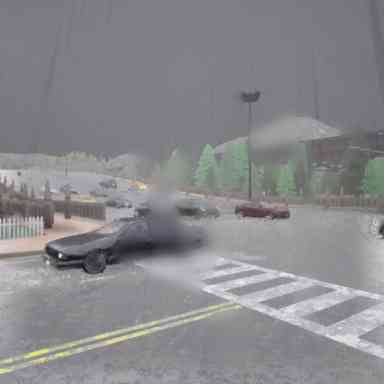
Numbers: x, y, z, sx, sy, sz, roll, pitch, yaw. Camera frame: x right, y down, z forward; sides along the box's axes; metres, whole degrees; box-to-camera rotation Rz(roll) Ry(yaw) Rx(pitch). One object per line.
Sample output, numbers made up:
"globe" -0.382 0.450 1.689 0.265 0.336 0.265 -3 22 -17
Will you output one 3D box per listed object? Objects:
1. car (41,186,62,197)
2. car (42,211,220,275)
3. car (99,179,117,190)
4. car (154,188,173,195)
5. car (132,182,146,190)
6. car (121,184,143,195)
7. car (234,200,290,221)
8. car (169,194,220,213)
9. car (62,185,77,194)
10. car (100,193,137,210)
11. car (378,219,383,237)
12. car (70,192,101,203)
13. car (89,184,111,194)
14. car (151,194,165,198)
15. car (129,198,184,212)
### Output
"car" -22.963 -0.165 53.661 1.812 1.442 4.674 0 7 -36
"car" -1.812 1.547 10.717 5.357 1.411 2.033 0 0 -37
"car" -17.648 -1.706 69.989 2.150 2.045 5.566 0 7 -37
"car" -5.687 -0.126 65.844 2.128 1.511 4.902 0 7 -37
"car" -11.950 -1.425 74.018 1.882 1.535 5.008 0 7 -37
"car" -11.528 -0.064 61.964 1.895 1.301 4.718 0 7 -37
"car" 5.676 1.477 27.261 1.882 1.535 5.008 0 0 -37
"car" 0.365 1.349 28.466 2.097 1.767 4.553 0 0 -37
"car" -21.624 -0.444 57.751 2.033 1.411 5.357 0 7 -37
"car" -9.036 1.289 40.863 2.128 1.511 4.902 0 2 -37
"car" 10.726 1.564 14.828 1.994 1.385 4.181 0 0 -37
"car" -12.807 1.203 40.046 1.882 1.535 5.008 0 3 -37
"car" -15.826 0.113 55.777 1.837 1.490 4.892 0 6 -36
"car" -4.190 1.420 40.263 1.837 1.490 4.892 0 1 -37
"car" -2.999 1.503 27.110 1.837 1.490 4.892 0 0 -37
